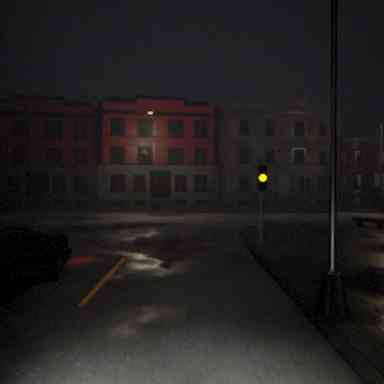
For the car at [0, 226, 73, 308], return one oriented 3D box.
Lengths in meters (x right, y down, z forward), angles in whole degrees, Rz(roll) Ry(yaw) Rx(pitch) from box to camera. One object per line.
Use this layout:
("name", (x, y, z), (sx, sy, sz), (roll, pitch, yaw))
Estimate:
("car", (-4.058, 1.418, 6.451), (2.033, 1.411, 5.357), (0, 1, 0))
